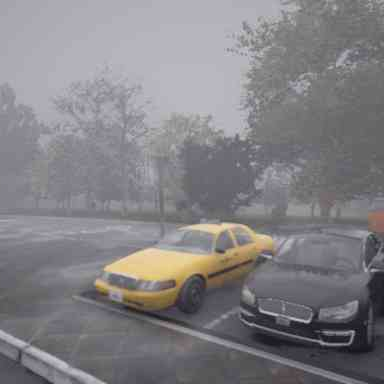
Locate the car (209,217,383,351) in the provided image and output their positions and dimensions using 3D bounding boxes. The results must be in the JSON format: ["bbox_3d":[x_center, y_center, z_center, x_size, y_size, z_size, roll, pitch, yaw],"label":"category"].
[{"bbox_3d":[2.624,1.453,6.406,2.231,1.521,4.892,0,0,36],"label":"car"}]

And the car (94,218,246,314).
[{"bbox_3d":[0.261,1.435,7.860,1.946,1.575,5.366,0,0,36],"label":"car"}]

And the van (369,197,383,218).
[{"bbox_3d":[10.380,1.225,17.077,1.878,1.987,4.442,1,0,36],"label":"van"}]
